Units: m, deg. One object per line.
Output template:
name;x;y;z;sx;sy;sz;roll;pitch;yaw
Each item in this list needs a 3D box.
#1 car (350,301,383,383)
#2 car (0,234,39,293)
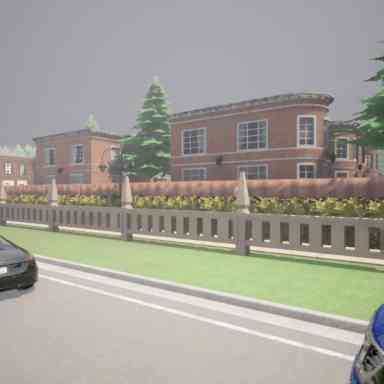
car;3.700;1.220;1.353;5.566;2.045;2.150;0;0;36
car;-5.506;1.564;7.877;4.181;1.385;1.994;0;0;36
